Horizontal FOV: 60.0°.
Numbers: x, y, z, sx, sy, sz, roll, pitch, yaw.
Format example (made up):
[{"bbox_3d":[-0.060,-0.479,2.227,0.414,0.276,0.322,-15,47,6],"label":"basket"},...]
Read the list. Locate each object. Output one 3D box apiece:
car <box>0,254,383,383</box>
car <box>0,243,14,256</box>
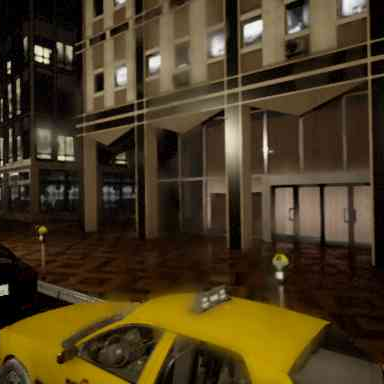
[{"bbox_3d":[-0.066,1.524,2.970,4.829,1.417,1.752,0,-1,36],"label":"car"},{"bbox_3d":[-4.629,1.555,6.347,4.313,1.339,1.947,0,-1,37],"label":"car"}]
